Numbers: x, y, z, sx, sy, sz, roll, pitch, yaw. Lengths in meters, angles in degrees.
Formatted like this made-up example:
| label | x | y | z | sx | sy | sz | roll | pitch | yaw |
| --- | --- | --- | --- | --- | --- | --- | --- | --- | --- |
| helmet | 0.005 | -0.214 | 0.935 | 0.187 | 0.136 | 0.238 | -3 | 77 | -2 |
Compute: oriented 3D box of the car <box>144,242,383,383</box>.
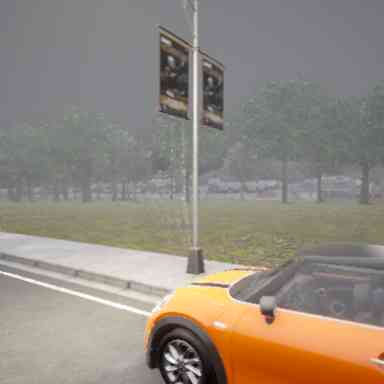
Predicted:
| label | x | y | z | sx | sy | sz | roll | pitch | yaw |
| --- | --- | --- | --- | --- | --- | --- | --- | --- | --- |
| car | 1.619 | 1.353 | 3.604 | 4.553 | 1.767 | 2.097 | 0 | 0 | 36 |
